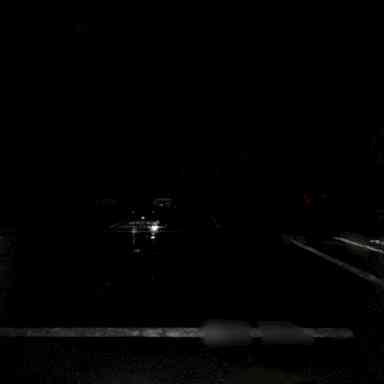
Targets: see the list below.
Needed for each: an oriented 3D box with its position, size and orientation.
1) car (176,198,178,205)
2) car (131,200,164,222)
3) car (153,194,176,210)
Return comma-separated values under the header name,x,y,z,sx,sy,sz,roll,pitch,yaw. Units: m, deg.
name,x,y,z,sx,sy,sz,roll,pitch,yaw
car,-3.527,1.582,59.266,1.895,1.301,4.718,0,0,0
car,-3.603,1.592,26.603,1.895,1.301,4.718,0,0,0
car,-3.592,1.211,42.194,2.150,2.045,5.566,0,0,0
